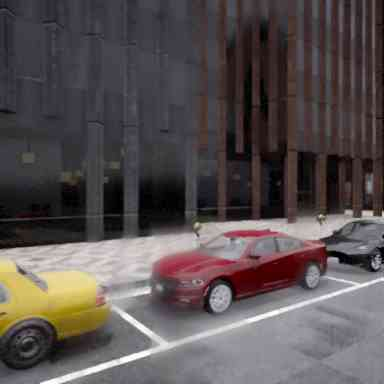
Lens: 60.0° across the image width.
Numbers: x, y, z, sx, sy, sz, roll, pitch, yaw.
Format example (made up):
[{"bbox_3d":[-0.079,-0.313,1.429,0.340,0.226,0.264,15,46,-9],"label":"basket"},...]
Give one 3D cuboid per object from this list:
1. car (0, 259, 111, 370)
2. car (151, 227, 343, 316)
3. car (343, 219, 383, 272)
[{"bbox_3d":[-3.501,1.525,4.152,4.829,1.417,1.752,0,0,-35],"label":"car"},{"bbox_3d":[1.226,1.549,7.523,4.507,1.381,1.887,0,0,-35],"label":"car"},{"bbox_3d":[5.815,1.575,10.796,4.313,1.339,1.947,0,0,-35],"label":"car"}]
